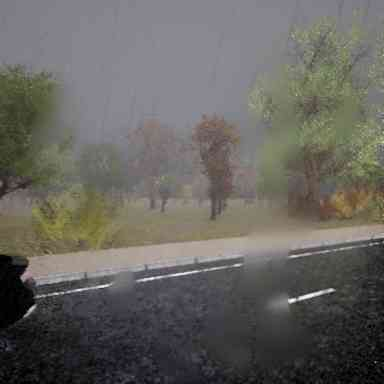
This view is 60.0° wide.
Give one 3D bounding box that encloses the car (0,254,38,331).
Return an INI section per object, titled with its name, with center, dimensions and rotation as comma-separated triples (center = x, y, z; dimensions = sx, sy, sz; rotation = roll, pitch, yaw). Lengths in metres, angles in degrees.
[car]
center = -4.695, 1.477, 4.299
dimensions = 4.902, 1.511, 2.128
rotation = 1, 0, -35
